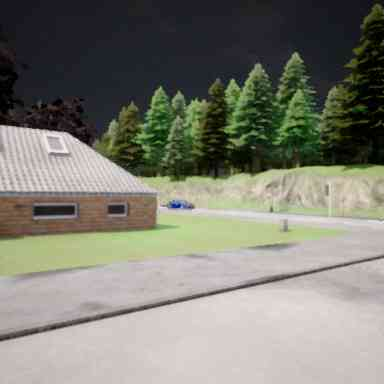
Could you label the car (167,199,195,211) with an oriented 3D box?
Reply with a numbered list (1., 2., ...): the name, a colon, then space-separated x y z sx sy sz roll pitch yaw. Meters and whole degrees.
1. car: -1.523 1.746 45.767 1.882 1.535 5.008 1 0 -35
